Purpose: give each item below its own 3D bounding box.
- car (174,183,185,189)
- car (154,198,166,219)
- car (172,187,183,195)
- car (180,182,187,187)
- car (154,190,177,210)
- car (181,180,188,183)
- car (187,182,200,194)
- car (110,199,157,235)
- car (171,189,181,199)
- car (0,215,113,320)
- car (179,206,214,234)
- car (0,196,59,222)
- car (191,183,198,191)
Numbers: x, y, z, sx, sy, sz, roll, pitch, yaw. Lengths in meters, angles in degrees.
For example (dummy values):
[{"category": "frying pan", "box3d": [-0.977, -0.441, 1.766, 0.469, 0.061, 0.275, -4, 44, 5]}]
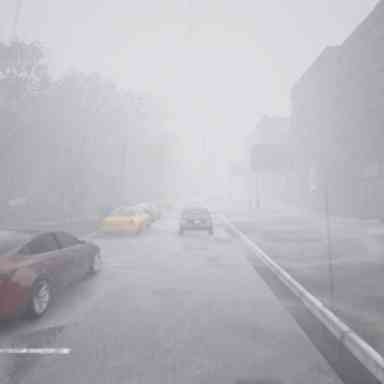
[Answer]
[{"category": "car", "box3d": [-3.169, -0.254, 65.966, 2.185, 1.767, 4.553, 0, 4, 3]}, {"category": "car", "box3d": [-3.470, 1.463, 24.848, 2.002, 1.452, 4.674, 0, 0, 3]}, {"category": "car", "box3d": [-3.231, 0.524, 54.855, 2.231, 1.521, 4.892, 1, 3, 3]}, {"category": "car", "box3d": [-3.085, -0.824, 77.119, 2.231, 1.521, 4.892, 0, 4, 3]}, {"category": "car", "box3d": [-3.349, 1.060, 38.103, 2.185, 1.767, 4.553, 2, 2, 3]}, {"category": "car", "box3d": [-2.994, -1.541, 88.430, 1.946, 1.575, 5.366, 0, 4, 3]}, {"category": "car", "box3d": [0.522, -0.706, 70.977, 2.150, 2.045, 5.566, 0, 4, 0]}, {"category": "car", "box3d": [-3.509, 1.447, 18.711, 1.946, 1.575, 5.366, 0, 1, 3]}, {"category": "car", "box3d": [-3.270, 0.780, 49.121, 1.946, 1.575, 5.366, 1, 3, 3]}, {"category": "car", "box3d": [-3.610, 1.532, 7.464, 2.163, 1.488, 4.792, -1, 0, 3]}, {"category": "car", "box3d": [0.237, 1.519, 18.900, 2.033, 1.411, 5.357, 0, 0, 0]}, {"category": "car", "box3d": [-12.418, 1.334, 24.939, 2.150, 2.045, 5.566, -2, 0, 15]}, {"category": "car", "box3d": [0.600, -1.244, 81.422, 1.837, 1.490, 4.892, 0, 4, 0]}]
